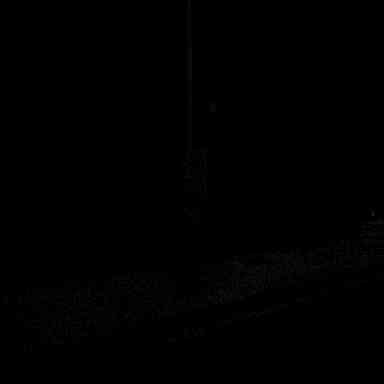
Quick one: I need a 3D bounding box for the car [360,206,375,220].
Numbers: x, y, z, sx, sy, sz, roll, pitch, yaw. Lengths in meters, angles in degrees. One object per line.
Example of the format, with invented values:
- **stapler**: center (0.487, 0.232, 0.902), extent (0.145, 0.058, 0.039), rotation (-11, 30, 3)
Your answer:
- **car**: center (11.485, 1.322, 25.760), extent (2.128, 1.511, 4.902), rotation (0, 1, -36)
